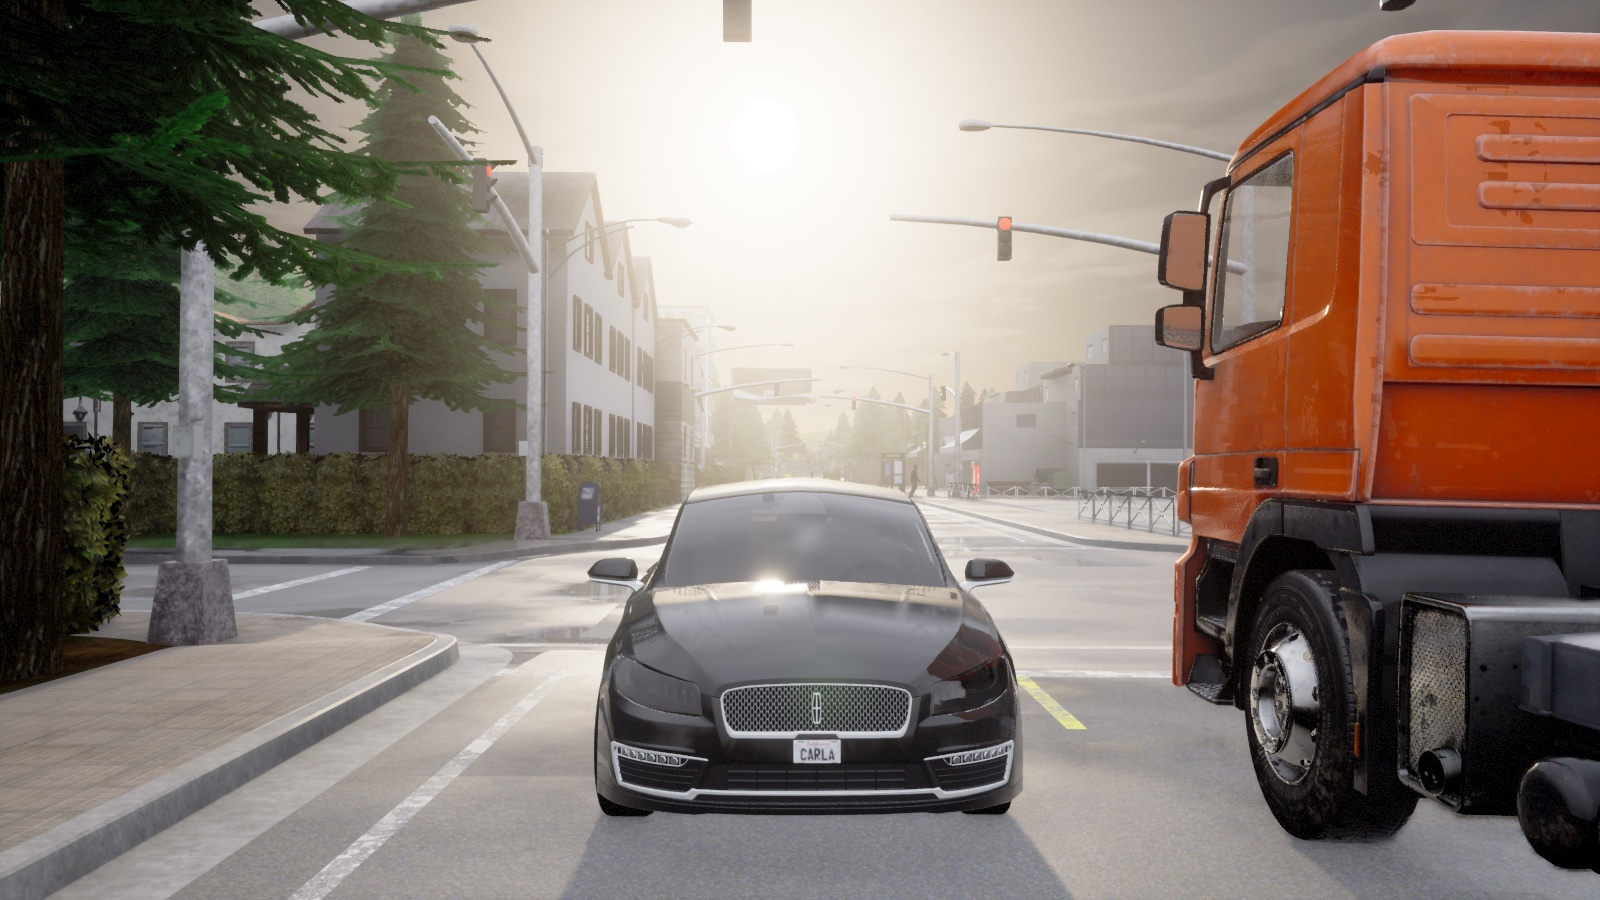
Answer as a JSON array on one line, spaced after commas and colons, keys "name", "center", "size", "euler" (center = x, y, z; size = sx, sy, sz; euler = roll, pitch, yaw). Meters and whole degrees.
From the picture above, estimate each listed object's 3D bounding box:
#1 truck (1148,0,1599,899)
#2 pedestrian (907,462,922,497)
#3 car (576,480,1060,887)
[{"name": "truck", "center": [3.467, -0.063, 3.129], "size": [2.891, 3.462, 7.936], "euler": [1, 0, 0]}, {"name": "pedestrian", "center": [6.166, 1.593, 67.425], "size": [0.703, 1.840, 0.431], "euler": [0, -1, -10]}, {"name": "car", "center": [-0.006, 0.941, 7.222], "size": [1.837, 1.490, 4.892], "euler": [0, -1, -2]}]
